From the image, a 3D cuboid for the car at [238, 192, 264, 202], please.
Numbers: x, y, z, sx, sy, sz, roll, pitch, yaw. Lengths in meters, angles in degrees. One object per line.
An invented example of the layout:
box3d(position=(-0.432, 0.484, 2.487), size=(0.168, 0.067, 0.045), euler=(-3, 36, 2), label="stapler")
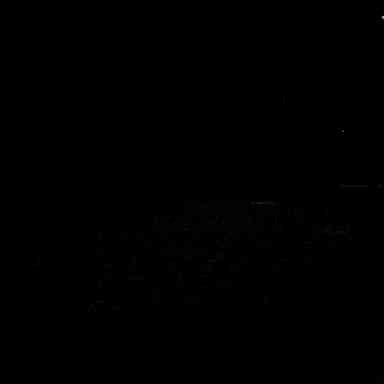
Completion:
box3d(position=(9.354, 0.800, 52.894), size=(1.837, 1.490, 4.892), euler=(-1, 1, -30), label="car")
